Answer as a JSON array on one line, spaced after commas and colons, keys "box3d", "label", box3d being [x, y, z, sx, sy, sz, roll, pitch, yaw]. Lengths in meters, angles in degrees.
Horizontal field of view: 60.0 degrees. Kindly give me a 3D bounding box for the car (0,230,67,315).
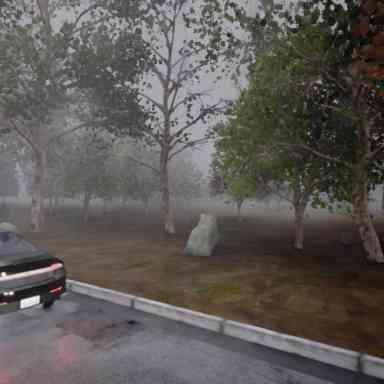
[{"box3d": [-4.490, 1.498, 6.584, 4.902, 1.511, 2.128, 0, 0, 36], "label": "car"}]
